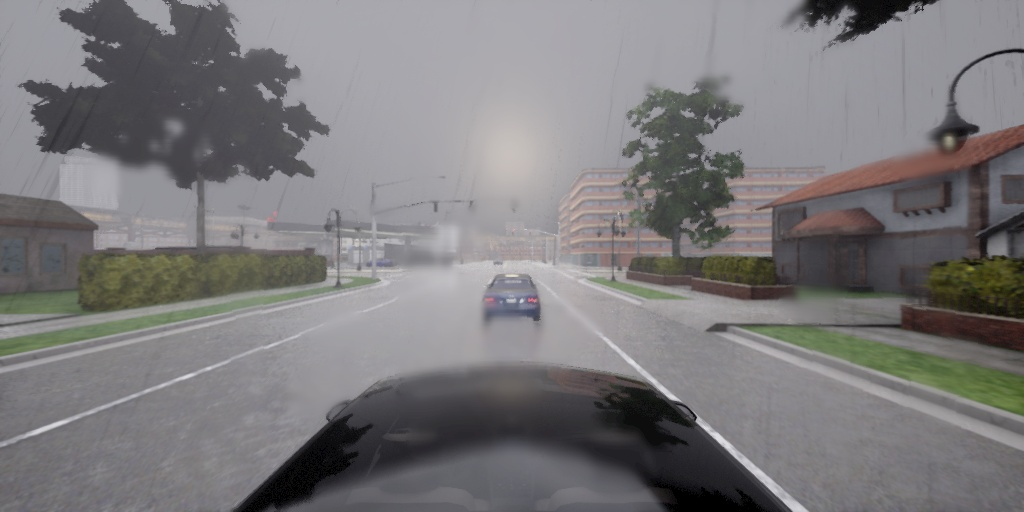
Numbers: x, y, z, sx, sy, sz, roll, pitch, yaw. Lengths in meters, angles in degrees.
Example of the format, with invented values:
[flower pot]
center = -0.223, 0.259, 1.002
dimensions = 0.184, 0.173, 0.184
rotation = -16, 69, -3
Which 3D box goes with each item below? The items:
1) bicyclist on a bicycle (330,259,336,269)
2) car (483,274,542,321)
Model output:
[bicyclist on a bicycle]
center = -29.102, 1.294, 58.202
dimensions = 0.582, 1.620, 1.656
rotation = -10, 5, 0
[car]
center = 0.032, 1.319, 12.503
dimensions = 2.033, 1.411, 5.357
rotation = 0, 0, 1
